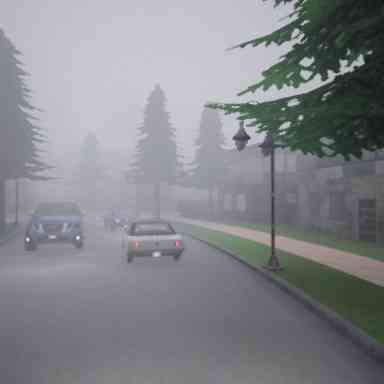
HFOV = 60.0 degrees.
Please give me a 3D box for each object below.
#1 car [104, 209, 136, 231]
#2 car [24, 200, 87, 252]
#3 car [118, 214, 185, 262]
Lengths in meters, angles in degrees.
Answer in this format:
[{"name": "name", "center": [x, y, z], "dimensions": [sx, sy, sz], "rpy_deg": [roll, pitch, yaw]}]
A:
[{"name": "car", "center": [-4.840, 1.838, 22.730], "dimensions": [1.895, 1.301, 4.718], "rpy_deg": [0, -1, -22]}, {"name": "car", "center": [-6.106, 1.393, 15.373], "dimensions": [2.150, 2.045, 5.566], "rpy_deg": [0, -1, -16]}, {"name": "car", "center": [-1.670, 1.731, 12.784], "dimensions": [1.895, 1.301, 4.718], "rpy_deg": [0, -1, -14]}]
